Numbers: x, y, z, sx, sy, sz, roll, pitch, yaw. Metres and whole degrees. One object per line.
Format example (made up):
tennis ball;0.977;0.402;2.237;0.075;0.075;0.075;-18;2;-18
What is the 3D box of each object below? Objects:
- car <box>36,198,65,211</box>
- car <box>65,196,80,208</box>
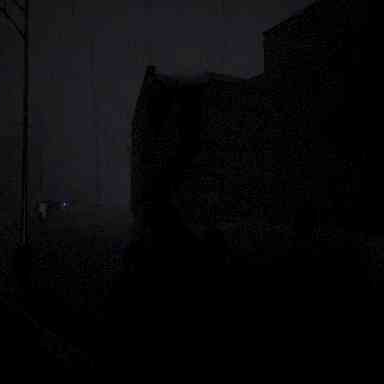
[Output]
car;-18.559;1.632;42.980;2.128;1.511;4.902;1;0;-6
car;-19.902;1.721;53.484;1.812;1.442;4.674;1;0;-7
